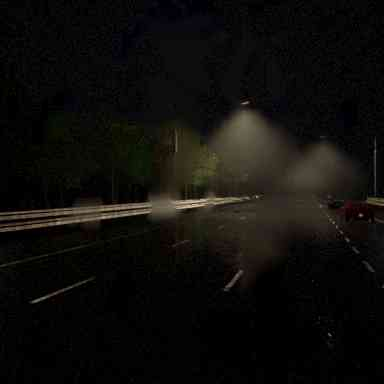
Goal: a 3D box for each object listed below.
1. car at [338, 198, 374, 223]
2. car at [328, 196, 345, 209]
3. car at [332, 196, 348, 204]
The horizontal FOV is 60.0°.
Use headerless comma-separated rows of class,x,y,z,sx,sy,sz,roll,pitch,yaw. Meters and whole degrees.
car,12.697,1.500,25.702,1.882,1.535,5.008,0,0,19
car,19.284,1.574,44.414,1.994,1.385,4.181,0,0,20
car,29.610,1.553,66.325,2.033,1.411,5.357,0,0,34
